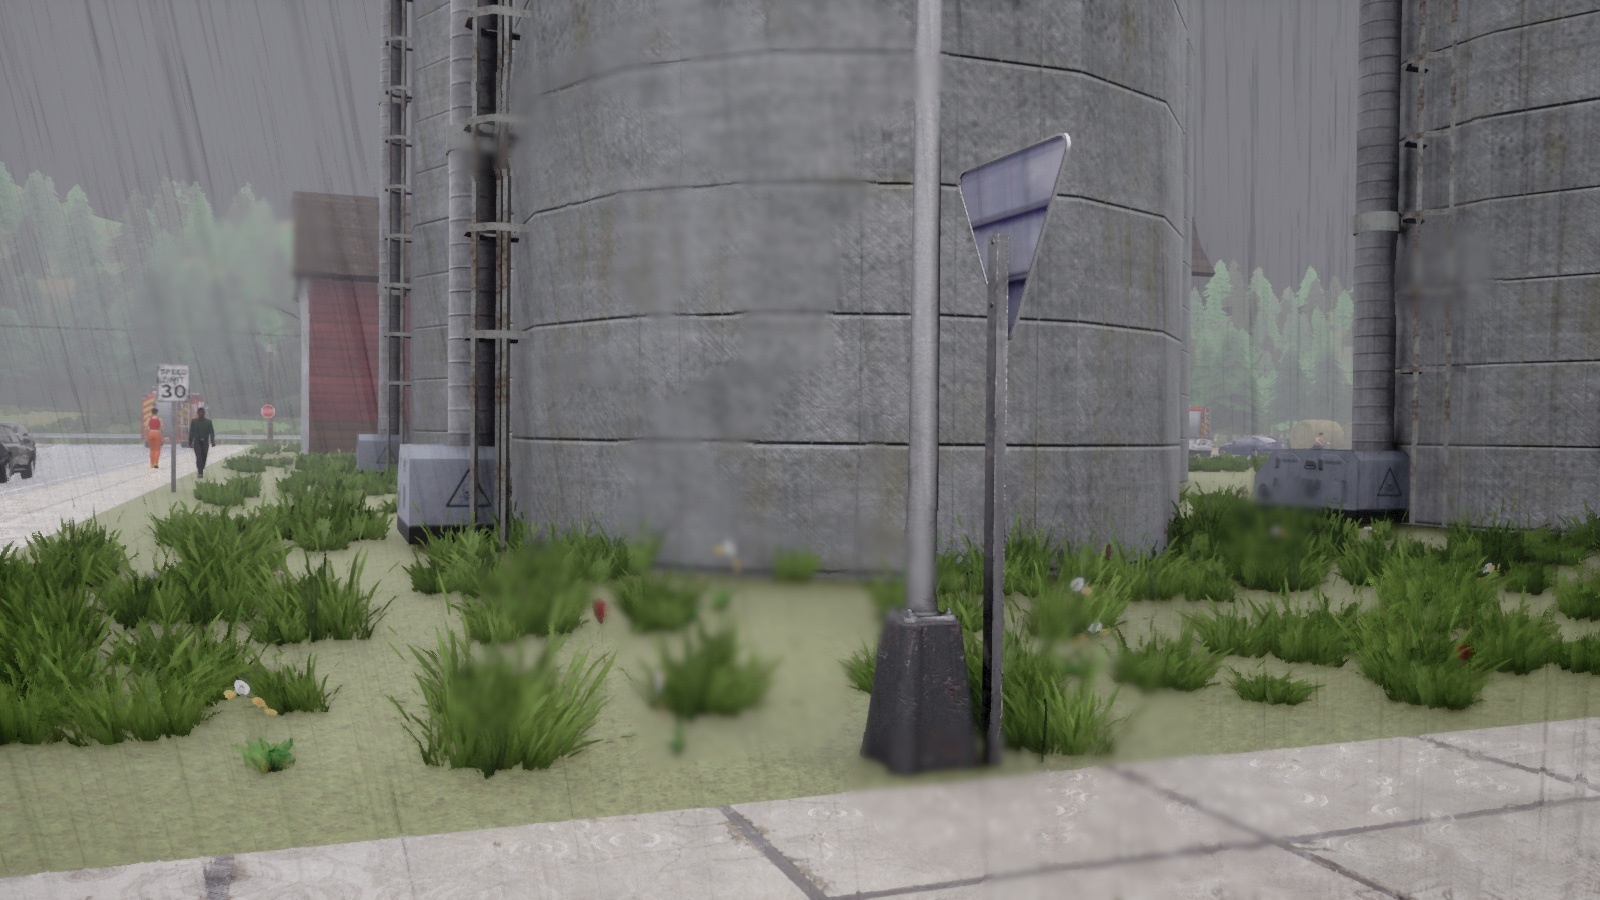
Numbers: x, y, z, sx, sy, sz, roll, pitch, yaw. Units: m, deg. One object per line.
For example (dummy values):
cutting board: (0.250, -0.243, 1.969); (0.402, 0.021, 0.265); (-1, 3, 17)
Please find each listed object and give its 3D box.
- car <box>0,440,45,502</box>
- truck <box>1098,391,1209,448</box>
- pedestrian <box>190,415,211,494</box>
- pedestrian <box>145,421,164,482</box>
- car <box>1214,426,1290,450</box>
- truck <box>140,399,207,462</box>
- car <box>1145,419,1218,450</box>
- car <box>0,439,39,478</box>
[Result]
car: (-21.104, 0.502, 32.231); (2.163, 1.488, 4.792); (-1, 1, -22)
truck: (24.537, -2.088, 87.621); (2.891, 3.827, 8.468); (-1, 1, -22)
pedestrian: (-14.972, 0.101, 31.373); (0.423, 1.949, 0.788); (-1, 1, -27)
pedestrian: (-19.639, 0.044, 38.219); (0.345, 1.836, 0.594); (-1, 1, -14)
car: (28.201, -0.784, 78.468); (1.812, 1.442, 4.674); (-1, 1, -21)
truck: (-40.381, -1.250, 81.189); (2.891, 3.827, 8.468); (-1, 1, -20)
car: (24.059, -0.963, 79.396); (1.932, 1.855, 4.605); (-1, 1, -22)
car: (-32.341, 0.331, 51.030); (1.845, 1.501, 3.633); (-1, 1, -22)
